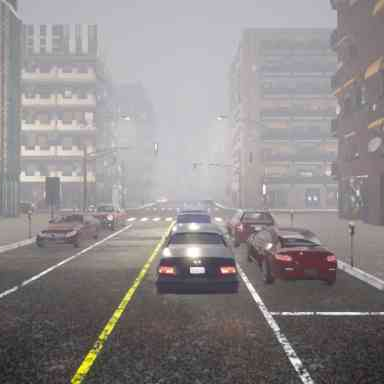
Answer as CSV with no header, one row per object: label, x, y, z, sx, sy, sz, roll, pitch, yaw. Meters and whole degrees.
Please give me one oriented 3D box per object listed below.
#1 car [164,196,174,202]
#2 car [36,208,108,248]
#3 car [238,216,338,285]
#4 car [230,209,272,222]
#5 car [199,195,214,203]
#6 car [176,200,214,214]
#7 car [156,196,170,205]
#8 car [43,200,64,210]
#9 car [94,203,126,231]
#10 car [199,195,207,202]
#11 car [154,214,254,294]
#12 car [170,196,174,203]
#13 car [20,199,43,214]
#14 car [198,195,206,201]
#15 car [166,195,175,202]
car,-5.276,1.577,75.555,1.947,1.339,4.313,1,0,0
car,-5.305,1.585,14.780,1.802,1.307,4.206,1,0,0
car,2.578,1.584,9.250,1.802,1.307,4.206,1,0,0
car,2.582,1.444,14.799,1.967,1.590,4.097,1,0,0
car,2.596,1.560,52.898,2.008,1.369,4.403,1,0,0
car,0.100,1.482,19.547,1.882,1.535,5.008,0,0,0
car,-5.282,1.535,58.372,1.752,1.417,4.829,1,0,0
car,-17.608,1.591,39.721,4.313,1.339,1.947,0,-1,0
car,-5.305,1.445,20.329,1.967,1.590,4.097,1,0,0
car,2.607,1.556,81.253,1.887,1.381,4.507,1,0,0
car,0.104,1.550,8.905,2.033,1.411,5.357,0,0,0
car,-5.278,1.536,69.714,1.752,1.417,4.829,1,0,0
car,-17.549,1.241,31.845,5.009,1.841,2.192,0,-1,0
car,2.609,1.563,86.923,2.008,1.369,4.403,1,0,0
car,-5.273,1.556,81.226,1.887,1.381,4.507,1,0,0
